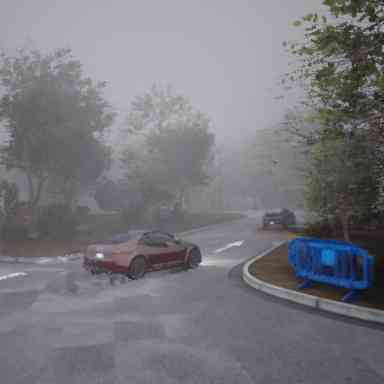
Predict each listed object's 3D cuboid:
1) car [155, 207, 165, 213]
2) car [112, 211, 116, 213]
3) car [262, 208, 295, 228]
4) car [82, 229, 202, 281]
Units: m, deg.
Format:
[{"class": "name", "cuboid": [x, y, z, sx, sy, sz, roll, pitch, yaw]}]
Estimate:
[{"class": "car", "cuboid": [-5.794, 2.561, 53.339, 4.553, 1.767, 2.097, -2, -2, 26]}, {"class": "car", "cuboid": [-11.521, 2.733, 59.382, 5.566, 2.045, 2.150, -3, -2, 16]}, {"class": "car", "cuboid": [7.068, 2.049, 26.997, 1.837, 1.490, 4.892, -3, -1, 27]}, {"class": "car", "cuboid": [-1.450, 1.910, 10.958, 1.994, 1.385, 4.181, -2, -5, 35]}]
